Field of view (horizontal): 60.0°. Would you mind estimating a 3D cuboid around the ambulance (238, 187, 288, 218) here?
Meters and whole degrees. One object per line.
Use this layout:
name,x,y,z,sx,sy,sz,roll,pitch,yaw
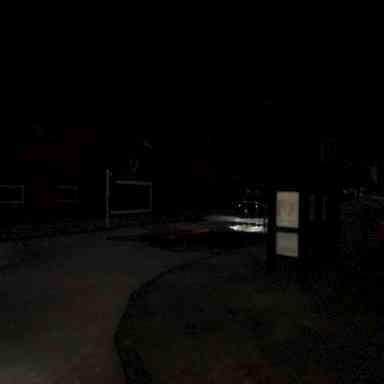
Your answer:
ambulance,6.210,0.824,28.839,2.351,2.431,6.366,1,1,36
